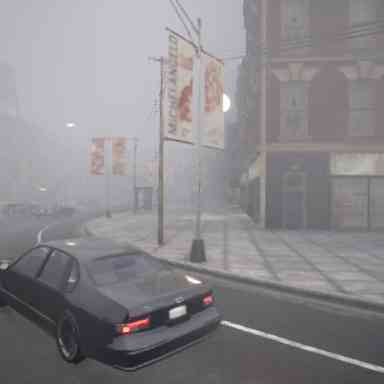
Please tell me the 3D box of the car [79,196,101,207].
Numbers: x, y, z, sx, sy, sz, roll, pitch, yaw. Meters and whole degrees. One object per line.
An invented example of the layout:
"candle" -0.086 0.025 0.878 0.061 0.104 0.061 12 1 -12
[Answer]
"car" -16.628 1.365 52.590 2.097 1.767 4.553 0 0 7

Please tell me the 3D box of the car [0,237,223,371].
"car" -1.981 1.550 5.923 5.357 1.411 2.033 0 0 44

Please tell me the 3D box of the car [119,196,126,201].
"car" -19.531 1.665 87.221 1.895 1.301 4.718 0 0 6

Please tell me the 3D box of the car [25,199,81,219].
"car" -11.794 1.539 28.706 2.033 1.411 5.357 0 0 1

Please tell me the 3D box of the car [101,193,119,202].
"car" -20.269 1.279 79.863 2.435 2.045 5.566 0 0 6

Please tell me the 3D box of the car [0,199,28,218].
"car" -15.025 1.467 30.255 2.128 1.511 4.902 0 0 2
